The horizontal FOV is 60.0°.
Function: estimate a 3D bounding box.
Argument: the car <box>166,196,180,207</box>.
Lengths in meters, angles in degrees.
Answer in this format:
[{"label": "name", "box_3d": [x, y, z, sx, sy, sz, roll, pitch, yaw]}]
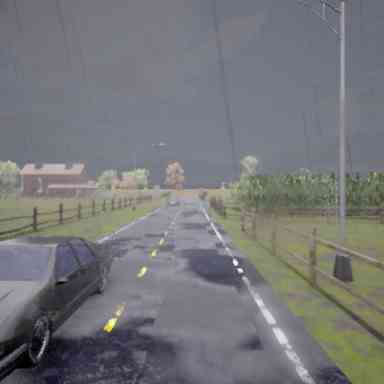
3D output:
[{"label": "car", "box_3d": [-2.763, 1.426, 49.326, 2.128, 1.511, 4.902, 0, 0, 0]}]

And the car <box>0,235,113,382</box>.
[{"label": "car", "box_3d": [-2.856, 1.537, 5.967, 2.033, 1.411, 5.357, 0, 0, 0]}]
